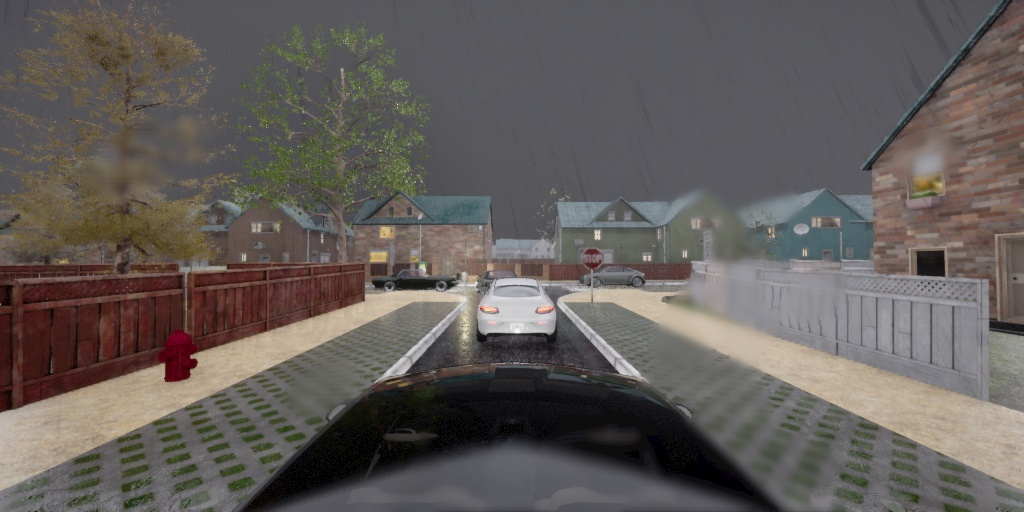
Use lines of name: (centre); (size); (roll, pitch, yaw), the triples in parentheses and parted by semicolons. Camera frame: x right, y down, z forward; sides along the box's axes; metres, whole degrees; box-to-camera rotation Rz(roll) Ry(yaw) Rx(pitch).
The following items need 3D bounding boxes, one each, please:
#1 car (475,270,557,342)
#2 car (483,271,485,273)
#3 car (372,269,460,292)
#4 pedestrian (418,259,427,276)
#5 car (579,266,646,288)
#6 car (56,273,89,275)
car: (0.108, 1.280, 9.660); (1.812, 1.442, 4.674); (0, 0, 0)
car: (-0.746, 1.366, 18.479); (1.895, 1.301, 4.718); (0, -1, -12)
car: (-5.469, 1.417, 20.867); (4.718, 1.301, 1.895); (-1, -1, 1)
pedestrian: (-6.684, 1.119, 26.753); (0.375, 1.860, 0.375); (0, -1, 1)
car: (6.553, 1.344, 23.650); (4.181, 1.385, 1.994); (0, -1, 1)
car: (-25.594, 1.633, 21.150); (4.718, 1.301, 1.895); (-1, -1, 1)
